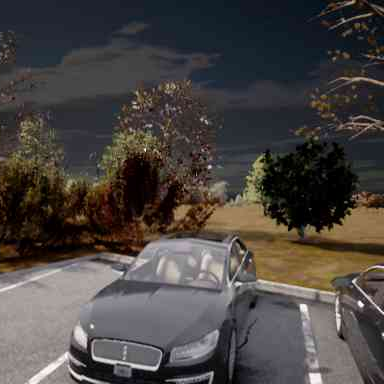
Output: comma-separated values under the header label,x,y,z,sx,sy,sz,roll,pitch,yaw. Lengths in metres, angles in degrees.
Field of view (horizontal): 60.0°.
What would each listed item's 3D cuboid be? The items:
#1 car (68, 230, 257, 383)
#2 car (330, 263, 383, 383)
label,x,y,z,sx,sy,sz,roll,pitch,yaw
car,-0.003,1.461,5.510,2.231,1.521,4.892,1,0,16
car,2.755,1.489,3.531,2.231,1.521,4.892,0,0,15
